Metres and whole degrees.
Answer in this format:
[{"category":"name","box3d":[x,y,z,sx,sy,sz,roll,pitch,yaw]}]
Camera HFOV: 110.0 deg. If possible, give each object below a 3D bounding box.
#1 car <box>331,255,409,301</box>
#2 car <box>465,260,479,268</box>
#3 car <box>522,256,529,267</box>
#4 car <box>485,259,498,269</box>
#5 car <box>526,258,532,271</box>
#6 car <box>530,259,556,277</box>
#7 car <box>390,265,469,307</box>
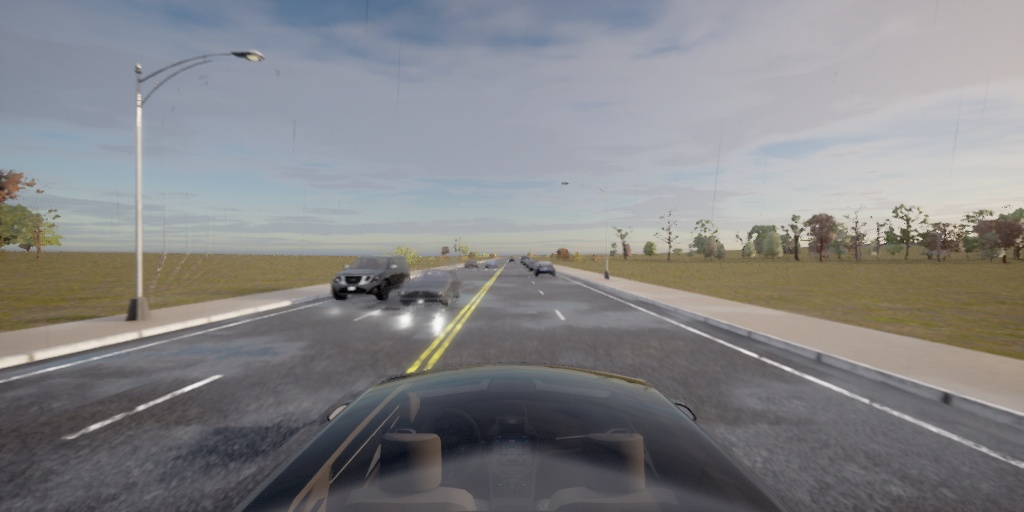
[{"category":"car","box3d":[-6.599,0.972,17.537,2.150,2.045,5.566,0,0,0]},{"category":"car","box3d":[-6.537,1.312,58.738,1.994,1.385,4.181,0,0,1]},{"category":"car","box3d":[3.241,1.242,58.215,2.128,1.511,4.902,0,0,0]},{"category":"car","box3d":[-3.290,1.276,57.709,1.812,1.442,4.674,0,0,1]},{"category":"car","box3d":[3.243,1.315,47.215,1.994,1.385,4.181,0,0,0]},{"category":"car","box3d":[3.245,1.255,36.245,2.163,1.488,4.792,0,0,0]},{"category":"car","box3d":[-3.351,1.299,15.814,2.033,1.411,5.357,0,0,0]}]
